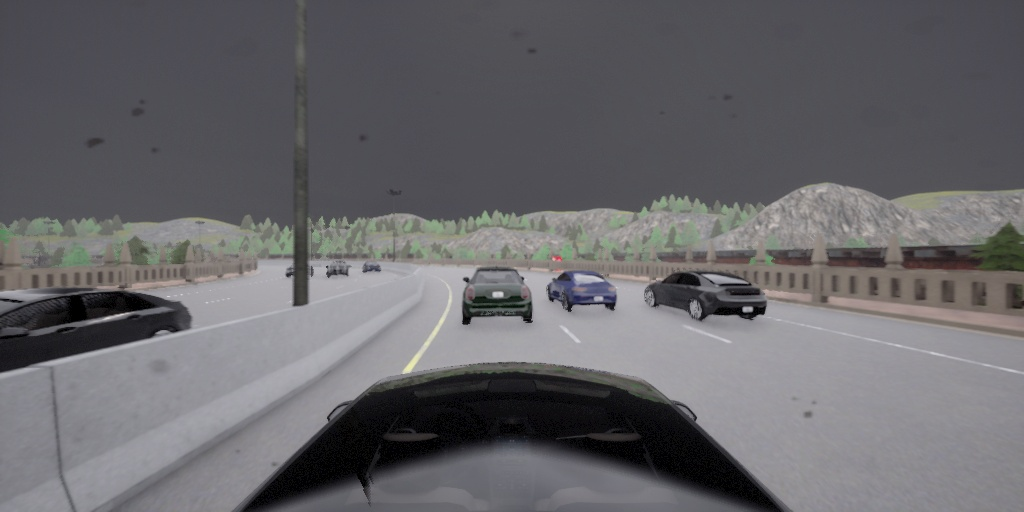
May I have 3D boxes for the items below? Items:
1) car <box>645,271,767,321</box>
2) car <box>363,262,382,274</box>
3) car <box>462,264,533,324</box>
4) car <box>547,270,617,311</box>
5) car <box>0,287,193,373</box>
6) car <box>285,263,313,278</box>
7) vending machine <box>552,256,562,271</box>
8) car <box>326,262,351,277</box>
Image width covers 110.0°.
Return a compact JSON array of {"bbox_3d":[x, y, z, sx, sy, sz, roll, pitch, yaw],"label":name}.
[{"bbox_3d":[6.411,1.266,12.524,1.837,1.490,4.892,0,0,-6],"label":"car"},{"bbox_3d":[-17.493,1.405,44.692,2.033,1.411,5.357,0,0,-27],"label":"car"},{"bbox_3d":[-0.609,1.123,12.320,2.097,1.767,4.553,0,0,-6],"label":"car"},{"bbox_3d":[2.687,1.296,14.478,1.812,1.442,4.674,0,0,-7],"label":"car"},{"bbox_3d":[-7.296,1.272,5.186,1.837,1.490,4.892,0,0,-2],"label":"car"},{"bbox_3d":[-20.943,1.393,35.480,2.033,1.411,5.357,0,0,-23],"label":"car"},{"bbox_3d":[5.858,1.022,46.740,1.100,2.100,0.880,0,0,-23],"label":"vending machine"},{"bbox_3d":[-17.769,1.350,36.816,1.837,1.490,4.892,0,-1,-23],"label":"car"}]
